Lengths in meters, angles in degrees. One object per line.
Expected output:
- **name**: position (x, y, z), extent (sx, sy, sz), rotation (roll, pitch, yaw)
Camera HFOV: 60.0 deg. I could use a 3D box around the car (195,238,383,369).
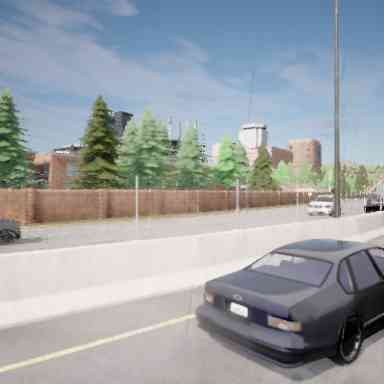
- **car**: position (2.556, 1.565, 5.879), extent (5.357, 1.411, 2.033), rotation (0, 0, -39)
